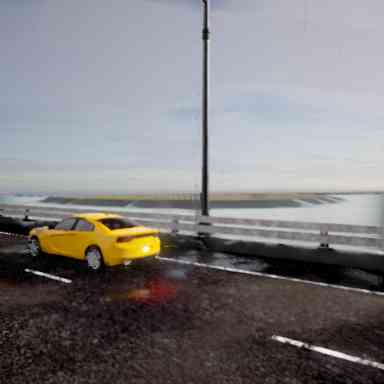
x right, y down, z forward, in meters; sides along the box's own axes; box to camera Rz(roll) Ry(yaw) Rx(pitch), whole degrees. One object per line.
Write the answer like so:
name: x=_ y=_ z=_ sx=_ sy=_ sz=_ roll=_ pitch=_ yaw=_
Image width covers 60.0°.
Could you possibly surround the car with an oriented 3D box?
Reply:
car: x=-3.289 y=1.425 z=10.666 sx=5.008 sy=1.535 sz=1.882 roll=0 pitch=0 yaw=36
